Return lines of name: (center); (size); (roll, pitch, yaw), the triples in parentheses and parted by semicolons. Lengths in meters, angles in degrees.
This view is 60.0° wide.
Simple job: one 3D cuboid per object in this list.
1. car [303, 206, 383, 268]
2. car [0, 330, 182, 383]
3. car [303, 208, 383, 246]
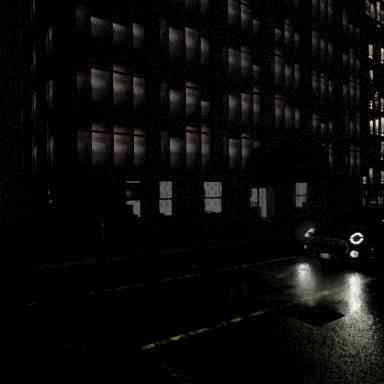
car: (5.874, 1.350, 11.433); (4.553, 1.767, 2.097); (0, 0, -35)
car: (-2.459, 1.547, 1.556); (5.357, 1.411, 2.033); (0, 0, -35)
car: (7.474, 1.542, 15.764); (4.507, 1.381, 1.887); (0, -1, -35)
